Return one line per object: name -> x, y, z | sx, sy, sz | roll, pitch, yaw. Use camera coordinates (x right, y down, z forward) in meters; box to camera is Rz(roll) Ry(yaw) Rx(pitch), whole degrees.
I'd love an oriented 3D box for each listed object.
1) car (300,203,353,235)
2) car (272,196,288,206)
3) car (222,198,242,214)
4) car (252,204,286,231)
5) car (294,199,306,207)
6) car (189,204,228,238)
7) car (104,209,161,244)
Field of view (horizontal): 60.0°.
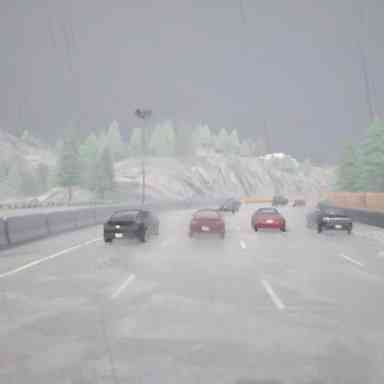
car -> 8.229, 1.667, 20.276 | 2.128, 1.511, 4.902 | 0, 0, 9
car -> 16.941, 1.709, 63.756 | 2.150, 2.045, 5.566 | 0, -1, 26
car -> 4.538, 1.813, 40.142 | 2.033, 1.411, 5.357 | 0, 0, 17
car -> 4.950, 1.726, 21.836 | 1.994, 1.385, 4.181 | 0, 0, 9
car -> 20.225, 2.007, 62.131 | 1.837, 1.490, 4.892 | -1, -1, 26
car -> 0.938, 1.640, 18.416 | 1.812, 1.442, 4.674 | 0, 0, 7
car -> -2.810, 1.581, 16.381 | 1.837, 1.490, 4.892 | -1, 0, 6
